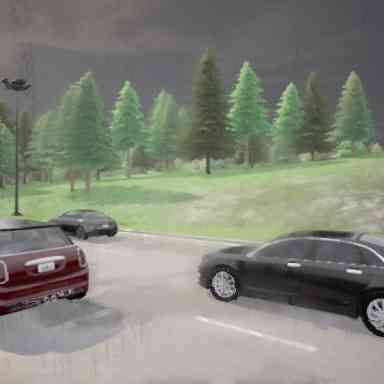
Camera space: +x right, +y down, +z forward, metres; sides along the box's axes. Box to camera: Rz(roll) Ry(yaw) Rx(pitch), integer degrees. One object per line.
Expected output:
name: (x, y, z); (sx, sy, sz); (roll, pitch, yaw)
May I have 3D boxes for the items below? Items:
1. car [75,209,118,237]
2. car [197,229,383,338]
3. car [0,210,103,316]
car: (-5.687, 1.566, 16.890); (4.181, 1.385, 1.994); (0, 0, 37)
car: (2.369, 1.515, 6.634); (4.892, 1.490, 1.837); (0, 0, 36)
car: (-4.302, 1.350, 7.163); (4.553, 1.767, 2.097); (0, 0, 36)
